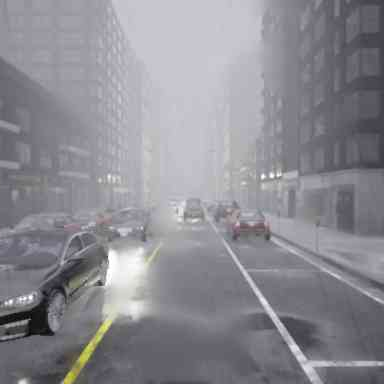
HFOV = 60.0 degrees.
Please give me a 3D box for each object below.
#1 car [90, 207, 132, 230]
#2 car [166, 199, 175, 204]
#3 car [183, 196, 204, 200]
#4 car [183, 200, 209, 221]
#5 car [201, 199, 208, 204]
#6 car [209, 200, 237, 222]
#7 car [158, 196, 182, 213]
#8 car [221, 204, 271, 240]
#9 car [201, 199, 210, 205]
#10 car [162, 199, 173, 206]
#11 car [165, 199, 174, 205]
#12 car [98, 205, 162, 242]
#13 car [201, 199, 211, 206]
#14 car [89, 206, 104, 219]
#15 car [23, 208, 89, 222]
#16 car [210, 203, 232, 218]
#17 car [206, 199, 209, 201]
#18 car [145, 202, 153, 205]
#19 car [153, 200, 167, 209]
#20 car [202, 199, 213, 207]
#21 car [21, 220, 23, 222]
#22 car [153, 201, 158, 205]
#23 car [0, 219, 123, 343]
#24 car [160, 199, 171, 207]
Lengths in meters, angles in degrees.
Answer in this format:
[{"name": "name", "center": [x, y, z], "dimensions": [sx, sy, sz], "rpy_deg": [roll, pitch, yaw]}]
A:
[{"name": "car", "center": [-5.590, 1.795, 23.571], "dimensions": [1.947, 1.339, 4.313], "rpy_deg": [0, -1, 0]}, {"name": "car", "center": [-5.346, 2.417, 84.405], "dimensions": [1.947, 1.339, 4.313], "rpy_deg": [0, -1, 0]}, {"name": "car", "center": [0.257, 1.702, 46.521], "dimensions": [2.150, 2.045, 5.566], "rpy_deg": [0, 0, 0]}, {"name": "car", "center": [0.184, 1.801, 30.168], "dimensions": [2.128, 1.511, 4.902], "rpy_deg": [0, -1, 1]}, {"name": "car", "center": [3.180, 2.450, 84.375], "dimensions": [1.802, 1.307, 4.206], "rpy_deg": [0, -1, 0]}, {"name": "car", "center": [2.956, 1.618, 29.088], "dimensions": [2.192, 1.841, 5.009], "rpy_deg": [0, -1, 0]}, {"name": "car", "center": [-2.834, 1.649, 43.668], "dimensions": [2.150, 2.045, 5.566], "rpy_deg": [0, -1, 0]}, {"name": "car", "center": [2.912, 1.630, 18.029], "dimensions": [1.967, 1.590, 4.097], "rpy_deg": [0, -1, 0]}, {"name": "car", "center": [3.158, 2.378, 78.846], "dimensions": [1.947, 1.339, 4.313], "rpy_deg": [0, -1, 0]}, {"name": "car", "center": [-5.390, 2.290, 73.345], "dimensions": [2.008, 1.369, 4.403], "rpy_deg": [0, -1, 0]}, {"name": "car", "center": [-5.368, 2.340, 78.875], "dimensions": [1.887, 1.381, 4.507], "rpy_deg": [0, -1, 0]}, {"name": "car", "center": [-3.028, 1.662, 17.383], "dimensions": [2.128, 1.511, 4.902], "rpy_deg": [0, -1, 0]}, {"name": "car", "center": [3.135, 2.308, 73.317], "dimensions": [2.008, 1.369, 4.403], "rpy_deg": [0, -1, 0]}, {"name": "car", "center": [-5.613, 1.612, 18.042], "dimensions": [1.967, 1.590, 4.097], "rpy_deg": [0, -1, 0]}, {"name": "car", "center": [-5.635, 1.556, 12.512], "dimensions": [1.967, 1.590, 4.097], "rpy_deg": [0, -1, 0]}, {"name": "car", "center": [2.980, 1.926, 34.614], "dimensions": [1.947, 1.339, 4.313], "rpy_deg": [0, -1, 0]}, {"name": "car", "center": [3.024, 2.041, 45.672], "dimensions": [1.947, 1.339, 4.313], "rpy_deg": [0, -1, 0]}, {"name": "car", "center": [-5.545, 1.909, 34.632], "dimensions": [1.947, 1.339, 4.313], "rpy_deg": [0, -1, 0]}, {"name": "car", "center": [-5.457, 2.137, 56.754], "dimensions": [1.947, 1.339, 4.313], "rpy_deg": [0, -1, 0]}, {"name": "car", "center": [3.113, 2.246, 67.788], "dimensions": [1.887, 1.381, 4.507], "rpy_deg": [0, -1, 0]}, {"name": "car", "center": [-5.657, 1.500, 6.982], "dimensions": [1.967, 1.590, 4.097], "rpy_deg": [0, -1, 0]}, {"name": "car", "center": [-5.501, 2.008, 45.693], "dimensions": [2.008, 1.369, 4.403], "rpy_deg": [0, -1, 0]}, {"name": "car", "center": [-3.079, 1.557, 6.889], "dimensions": [2.128, 1.511, 4.902], "rpy_deg": [0, -1, 0]}, {"name": "car", "center": [-5.413, 2.228, 67.814], "dimensions": [1.887, 1.381, 4.507], "rpy_deg": [0, -1, 0]}]
